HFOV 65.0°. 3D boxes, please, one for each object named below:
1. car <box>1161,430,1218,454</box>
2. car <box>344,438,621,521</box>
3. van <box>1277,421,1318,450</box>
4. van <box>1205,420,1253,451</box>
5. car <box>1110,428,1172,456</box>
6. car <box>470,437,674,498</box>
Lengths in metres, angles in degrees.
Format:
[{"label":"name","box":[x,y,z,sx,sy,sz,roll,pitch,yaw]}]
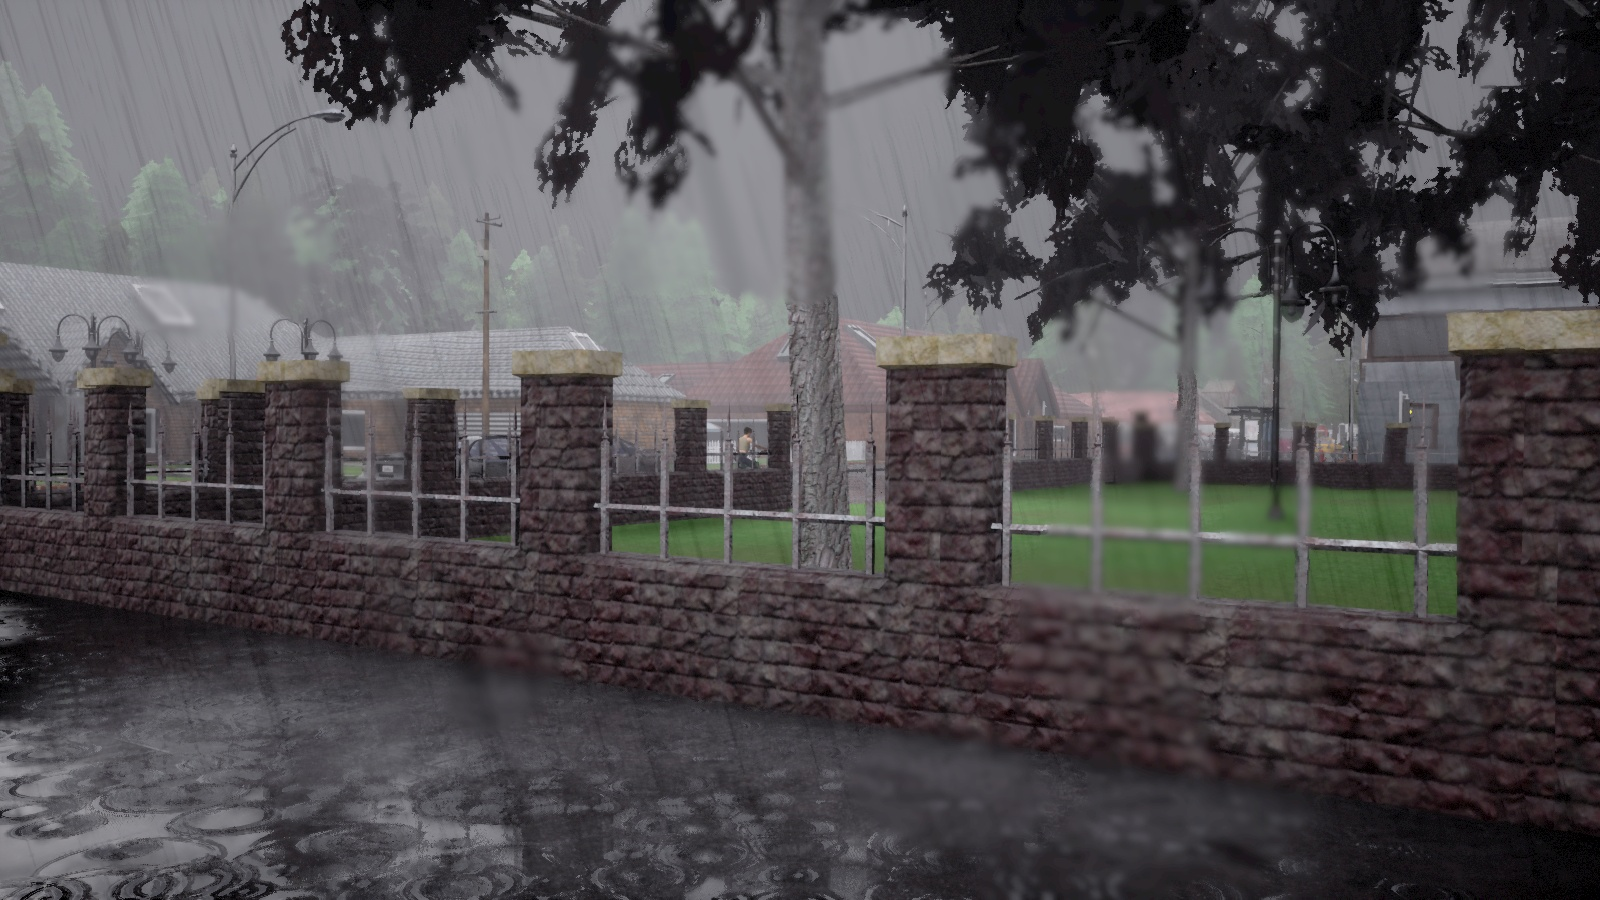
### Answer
[{"label":"car","box":[24.409,-0.515,78.576,2.033,1.411,5.357,0,1,33]},{"label":"car","box":[-6.040,0.496,24.689,2.033,1.411,5.357,0,1,32]},{"label":"van","box":[34.197,-1.003,86.217,1.775,1.987,4.442,0,1,33]},{"label":"van","box":[29.586,-0.994,86.478,2.069,2.038,4.480,0,1,33]},{"label":"car","box":[19.229,-0.460,70.638,2.007,1.525,4.514,0,1,34]},{"label":"car","box":[-5.765,0.387,32.493,2.033,1.411,5.357,0,1,33]}]
